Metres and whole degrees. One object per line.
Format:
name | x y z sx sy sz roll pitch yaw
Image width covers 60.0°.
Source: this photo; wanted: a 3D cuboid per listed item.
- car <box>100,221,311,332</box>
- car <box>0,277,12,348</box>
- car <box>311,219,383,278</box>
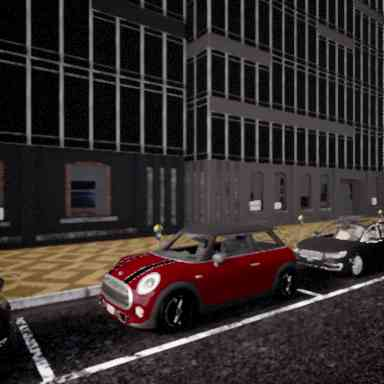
car | 0.262 1.437 6.746 4.097 1.590 1.967 0 0 -35
car | -4.374 1.552 3.441 4.403 1.369 2.008 0 0 -35
car | 4.896 1.542 10.051 4.403 1.369 2.008 0 0 -35
